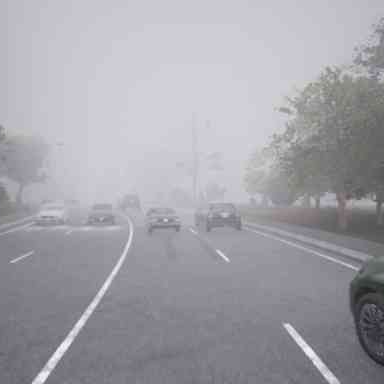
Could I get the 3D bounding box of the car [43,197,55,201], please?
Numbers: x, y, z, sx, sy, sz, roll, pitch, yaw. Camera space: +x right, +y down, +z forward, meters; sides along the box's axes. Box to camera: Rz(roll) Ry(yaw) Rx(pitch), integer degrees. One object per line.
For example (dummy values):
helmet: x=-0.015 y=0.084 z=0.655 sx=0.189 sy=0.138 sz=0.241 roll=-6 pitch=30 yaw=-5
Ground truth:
car: x=-26.785 y=1.620 z=62.440 sx=1.812 sy=1.442 sz=4.674 roll=0 pitch=0 yaw=-33

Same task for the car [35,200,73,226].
car: x=-10.106 y=1.577 z=24.381 sx=1.812 sy=1.442 sz=4.674 roll=0 pitch=0 yaw=-14

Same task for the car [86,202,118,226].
car: x=-6.518 y=1.550 z=24.328 sx=1.837 sy=1.490 sz=4.892 roll=0 pitch=0 yaw=-13

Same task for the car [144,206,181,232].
car: x=-1.871 y=1.578 z=20.253 sx=2.033 sy=1.411 sz=5.357 roll=0 pitch=0 yaw=-11

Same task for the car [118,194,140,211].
car: x=-7.971 y=1.293 z=41.842 sx=2.150 sy=2.045 sz=5.566 roll=0 pitch=0 yaw=-21

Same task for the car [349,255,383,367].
car: x=3.469 y=1.213 z=2.630 sx=2.150 sy=2.045 sz=5.566 roll=0 pitch=0 yaw=-1

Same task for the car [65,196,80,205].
car: x=-22.307 y=1.584 z=62.038 sx=1.882 sy=1.535 sz=5.008 roll=0 pitch=0 yaw=-32

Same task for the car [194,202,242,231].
car: x=1.495 y=1.376 z=20.846 sx=2.097 sy=1.767 sz=4.553 roll=0 pitch=0 yaw=-10
